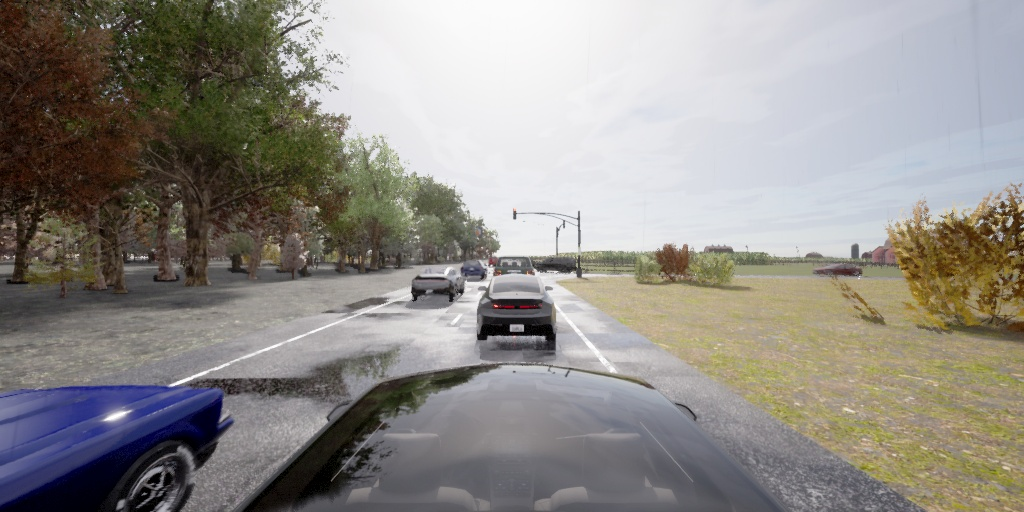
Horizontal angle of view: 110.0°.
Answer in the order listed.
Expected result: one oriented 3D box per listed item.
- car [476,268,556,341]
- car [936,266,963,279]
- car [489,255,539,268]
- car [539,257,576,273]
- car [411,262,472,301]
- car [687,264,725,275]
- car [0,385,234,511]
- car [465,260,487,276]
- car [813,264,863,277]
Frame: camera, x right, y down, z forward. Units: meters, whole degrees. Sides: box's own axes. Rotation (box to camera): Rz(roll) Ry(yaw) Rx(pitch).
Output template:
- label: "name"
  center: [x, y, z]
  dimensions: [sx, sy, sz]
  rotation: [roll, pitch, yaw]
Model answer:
- label: "car"
  center: [0.101, 1.257, 9.895]
  dimensions: [1.837, 1.490, 4.892]
  rotation: [0, 0, 0]
- label: "car"
  center: [48.935, 1.807, 39.221]
  dimensions: [4.674, 1.442, 1.812]
  rotation: [1, -1, 0]
- label: "car"
  center: [0.104, 0.976, 19.810]
  dimensions: [2.150, 2.045, 5.566]
  rotation: [0, 0, 0]
- label: "car"
  center: [5.339, 1.110, 45.484]
  dimensions: [5.566, 2.045, 2.150]
  rotation: [1, 0, 32]
- label: "car"
  center: [-3.399, 1.245, 17.160]
  dimensions: [2.128, 1.511, 4.902]
  rotation: [0, 0, 0]
- label: "car"
  center: [23.432, 1.589, 42.938]
  dimensions: [4.674, 1.442, 1.812]
  rotation: [1, -1, 0]
- label: "car"
  center: [-3.400, 1.350, 1.010]
  dimensions: [1.895, 1.301, 4.718]
  rotation: [0, 0, 0]
- label: "car"
  center: [-3.398, 1.107, 32.410]
  dimensions: [2.097, 1.767, 4.553]
  rotation: [0, 0, 0]
- label: "car"
  center: [38.830, 1.709, 42.858]
  dimensions: [5.008, 1.535, 1.882]
  rotation: [1, -1, 0]
